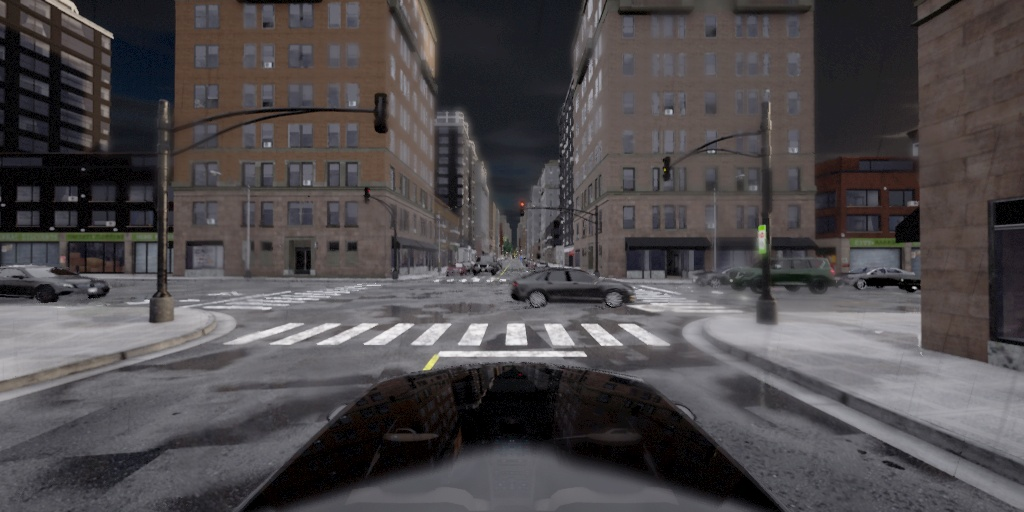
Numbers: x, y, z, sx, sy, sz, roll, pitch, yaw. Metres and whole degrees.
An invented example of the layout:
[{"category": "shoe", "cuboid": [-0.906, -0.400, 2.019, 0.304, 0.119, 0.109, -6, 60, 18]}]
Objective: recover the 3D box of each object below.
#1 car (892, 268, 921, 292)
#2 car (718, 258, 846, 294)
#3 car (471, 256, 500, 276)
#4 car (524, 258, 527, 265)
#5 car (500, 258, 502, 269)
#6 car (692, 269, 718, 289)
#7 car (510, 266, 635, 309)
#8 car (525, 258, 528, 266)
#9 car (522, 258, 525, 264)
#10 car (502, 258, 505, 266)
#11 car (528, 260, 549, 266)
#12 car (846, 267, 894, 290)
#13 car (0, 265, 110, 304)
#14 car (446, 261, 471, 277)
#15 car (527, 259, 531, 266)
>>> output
[{"category": "car", "cuboid": [25.716, 1.558, 20.932, 4.718, 1.301, 1.895, 0, -1, 0]}, {"category": "car", "cuboid": [15.614, 1.113, 20.998, 5.566, 2.045, 2.150, 0, -1, 0]}, {"category": "car", "cuboid": [-2.784, 0.990, 37.826, 2.150, 2.045, 5.566, 0, 0, 1]}, {"category": "car", "cuboid": [3.168, 1.317, 52.809, 1.888, 1.381, 4.507, 0, 0, 1]}, {"category": "car", "cuboid": [-2.661, 1.276, 47.914, 1.837, 1.490, 4.892, 0, 0, 1]}, {"category": "car", "cuboid": [14.824, 1.411, 24.245, 4.902, 1.511, 2.128, 0, -1, 2]}, {"category": "car", "cuboid": [2.364, 1.261, 14.364, 4.892, 1.490, 1.837, 0, 0, 0]}, {"category": "car", "cuboid": [3.100, 1.321, 47.279, 2.007, 1.370, 4.403, 0, 0, 1]}, {"category": "car", "cuboid": [3.303, 1.340, 63.870, 1.948, 1.339, 4.313, 0, 0, 1]}, {"category": "car", "cuboid": [-2.525, 1.375, 58.170, 1.895, 1.301, 4.718, 0, 0, 1]}, {"category": "car", "cuboid": [2.965, 1.332, 36.218, 1.948, 1.339, 4.313, 0, 0, 1]}, {"category": "car", "cuboid": [24.229, 1.473, 24.188, 4.902, 1.511, 2.128, 0, -1, 0]}, {"category": "car", "cuboid": [-19.279, 1.101, 14.515, 4.674, 1.442, 1.812, 0, -1, 0]}, {"category": "car", "cuboid": [-5.560, 1.349, 36.319, 1.802, 1.307, 4.207, 0, 0, 1]}, {"category": "car", "cuboid": [3.033, 1.313, 41.749, 1.888, 1.381, 4.507, 0, 0, 1]}]
